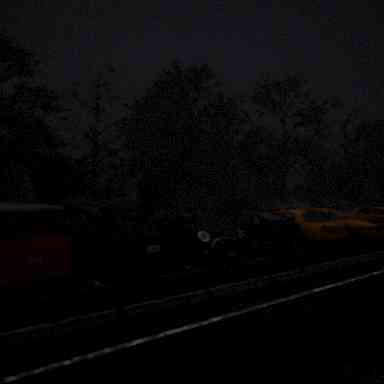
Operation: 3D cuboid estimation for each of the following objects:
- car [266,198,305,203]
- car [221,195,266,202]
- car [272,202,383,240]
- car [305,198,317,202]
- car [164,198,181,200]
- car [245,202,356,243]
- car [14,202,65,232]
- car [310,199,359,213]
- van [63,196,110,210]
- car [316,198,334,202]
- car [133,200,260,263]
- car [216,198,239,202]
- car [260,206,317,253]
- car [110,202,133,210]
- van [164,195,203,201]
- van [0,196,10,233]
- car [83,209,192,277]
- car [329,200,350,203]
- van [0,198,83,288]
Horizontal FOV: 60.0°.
[{"bbox_3d":[8.347,1.548,33.862,1.946,1.575,5.366,0,0,-35],"label":"car"},{"bbox_3d":[3.706,1.266,30.833,2.435,2.045,5.566,0,0,-35],"label":"car"},{"bbox_3d":[6.744,1.485,16.689,1.946,1.575,5.366,0,0,-35],"label":"car"},{"bbox_3d":[10.500,1.607,35.614,2.002,1.452,4.674,0,0,-35],"label":"car"},{"bbox_3d":[-3.175,1.504,25.952,2.163,1.488,4.792,0,0,-35],"label":"car"},{"bbox_3d":[4.366,1.475,15.456,1.946,1.575,5.366,0,0,-35],"label":"car"},{"bbox_3d":[-9.830,1.476,21.202,2.097,1.535,5.008,0,0,-35],"label":"car"},{"bbox_3d":[17.179,1.616,40.349,2.097,1.535,5.008,0,0,-35],"label":"car"},{"bbox_3d":[-7.493,1.245,22.721,1.878,1.987,4.442,0,0,-36],"label":"van"},{"bbox_3d":[12.775,1.614,37.195,2.163,1.488,4.792,0,0,-35],"label":"car"},{"bbox_3d":[-0.070,1.348,12.121,2.185,1.767,4.553,0,0,-35],"label":"car"},{"bbox_3d":[1.479,1.530,29.183,2.163,1.488,4.792,0,0,-35],"label":"car"},{"bbox_3d":[2.219,1.474,13.699,2.231,1.521,4.892,0,0,-35],"label":"car"},{"bbox_3d":[-5.327,1.499,24.425,2.163,1.488,4.792,0,0,-35],"label":"car"},{"bbox_3d":[-0.964,1.259,27.628,1.878,1.987,4.442,0,0,-35],"label":"van"},{"bbox_3d":[-12.154,1.257,19.689,1.878,1.987,4.442,0,0,-35],"label":"van"},{"bbox_3d":[-2.330,1.508,10.515,2.163,1.488,4.792,0,0,-35],"label":"car"},{"bbox_3d":[11.371,1.517,19.971,1.946,1.575,5.366,0,0,-35],"label":"car"},{"bbox_3d":[-4.646,1.260,8.979,1.878,1.987,4.442,0,0,-35],"label":"van"}]
